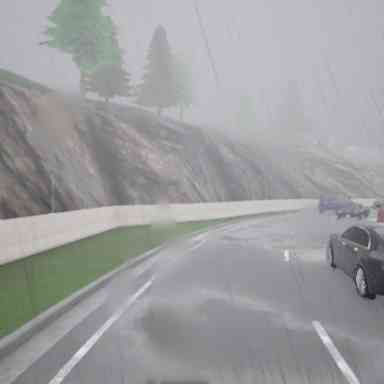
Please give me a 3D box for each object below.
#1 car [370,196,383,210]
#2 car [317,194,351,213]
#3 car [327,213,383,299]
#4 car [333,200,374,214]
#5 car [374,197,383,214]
[{"bbox_3d":[26.037,1.465,43.906,4.553,1.767,2.097,1,0,-27],"label":"car"},{"bbox_3d":[15.617,1.268,35.904,5.566,2.045,2.150,0,0,-44],"label":"car"},{"bbox_3d":[4.737,1.525,8.299,1.837,1.490,4.892,0,0,10],"label":"car"},{"bbox_3d":[13.905,1.649,28.514,1.895,1.301,4.718,1,0,37],"label":"car"},{"bbox_3d":[11.843,1.276,18.802,2.150,2.045,5.566,0,0,26],"label":"car"}]
